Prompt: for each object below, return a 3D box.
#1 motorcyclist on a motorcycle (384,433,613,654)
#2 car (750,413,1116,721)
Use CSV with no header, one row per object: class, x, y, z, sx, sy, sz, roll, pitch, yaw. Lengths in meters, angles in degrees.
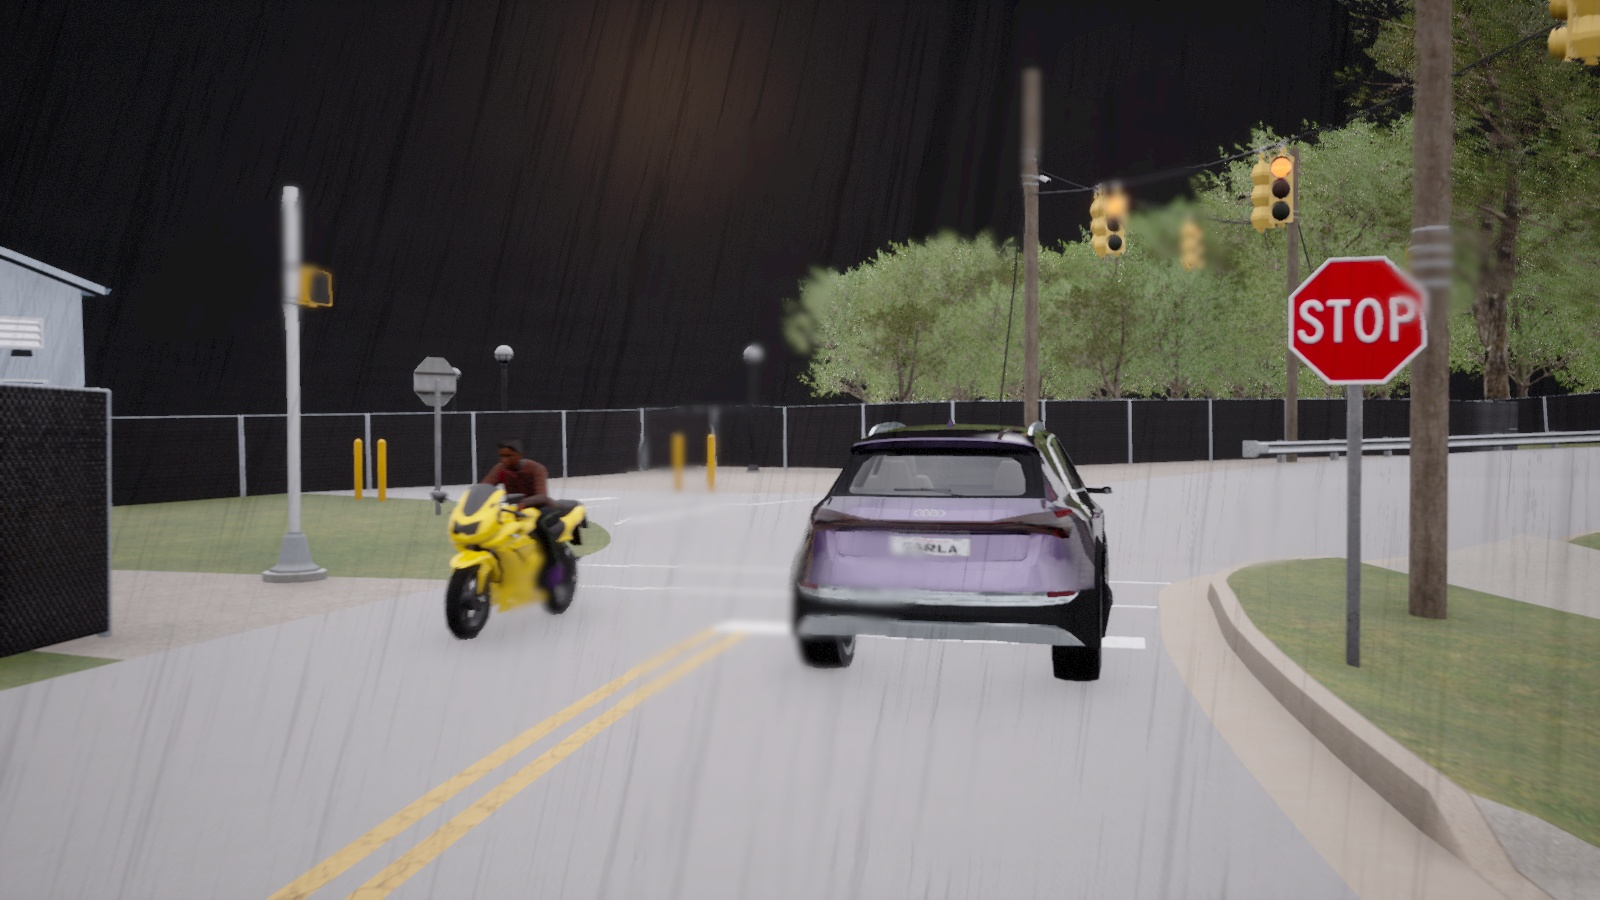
motorcyclist on a motorcycle,-2.274,0.639,9.796,0.797,1.523,2.044,1,1,17
car,1.287,0.601,9.329,2.033,1.649,4.856,0,1,14
